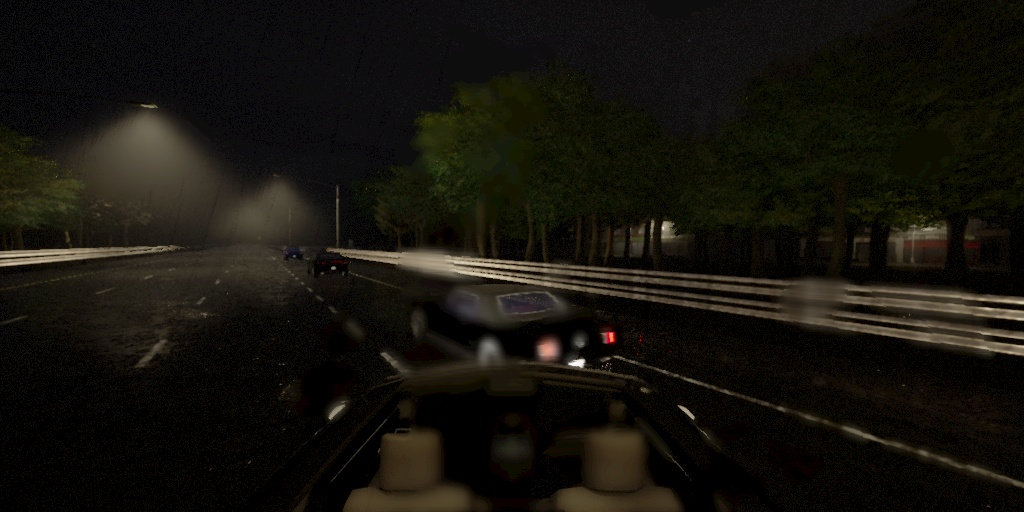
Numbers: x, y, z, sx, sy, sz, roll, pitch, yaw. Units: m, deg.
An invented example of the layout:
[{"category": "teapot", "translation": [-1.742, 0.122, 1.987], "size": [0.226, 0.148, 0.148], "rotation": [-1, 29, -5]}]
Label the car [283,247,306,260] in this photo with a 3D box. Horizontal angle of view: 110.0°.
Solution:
[{"category": "car", "translation": [-27.005, -0.238, 44.221], "size": [1.812, 1.442, 4.674], "rotation": [-1, 2, -35]}]

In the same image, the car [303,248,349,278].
[{"category": "car", "translation": [-11.899, 0.488, 23.029], "size": [1.882, 1.535, 5.008], "rotation": [-1, 2, -36]}]

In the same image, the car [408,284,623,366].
[{"category": "car", "translation": [-0.370, 1.198, 6.884], "size": [1.895, 1.301, 4.718], "rotation": [-1, 2, -36]}]
